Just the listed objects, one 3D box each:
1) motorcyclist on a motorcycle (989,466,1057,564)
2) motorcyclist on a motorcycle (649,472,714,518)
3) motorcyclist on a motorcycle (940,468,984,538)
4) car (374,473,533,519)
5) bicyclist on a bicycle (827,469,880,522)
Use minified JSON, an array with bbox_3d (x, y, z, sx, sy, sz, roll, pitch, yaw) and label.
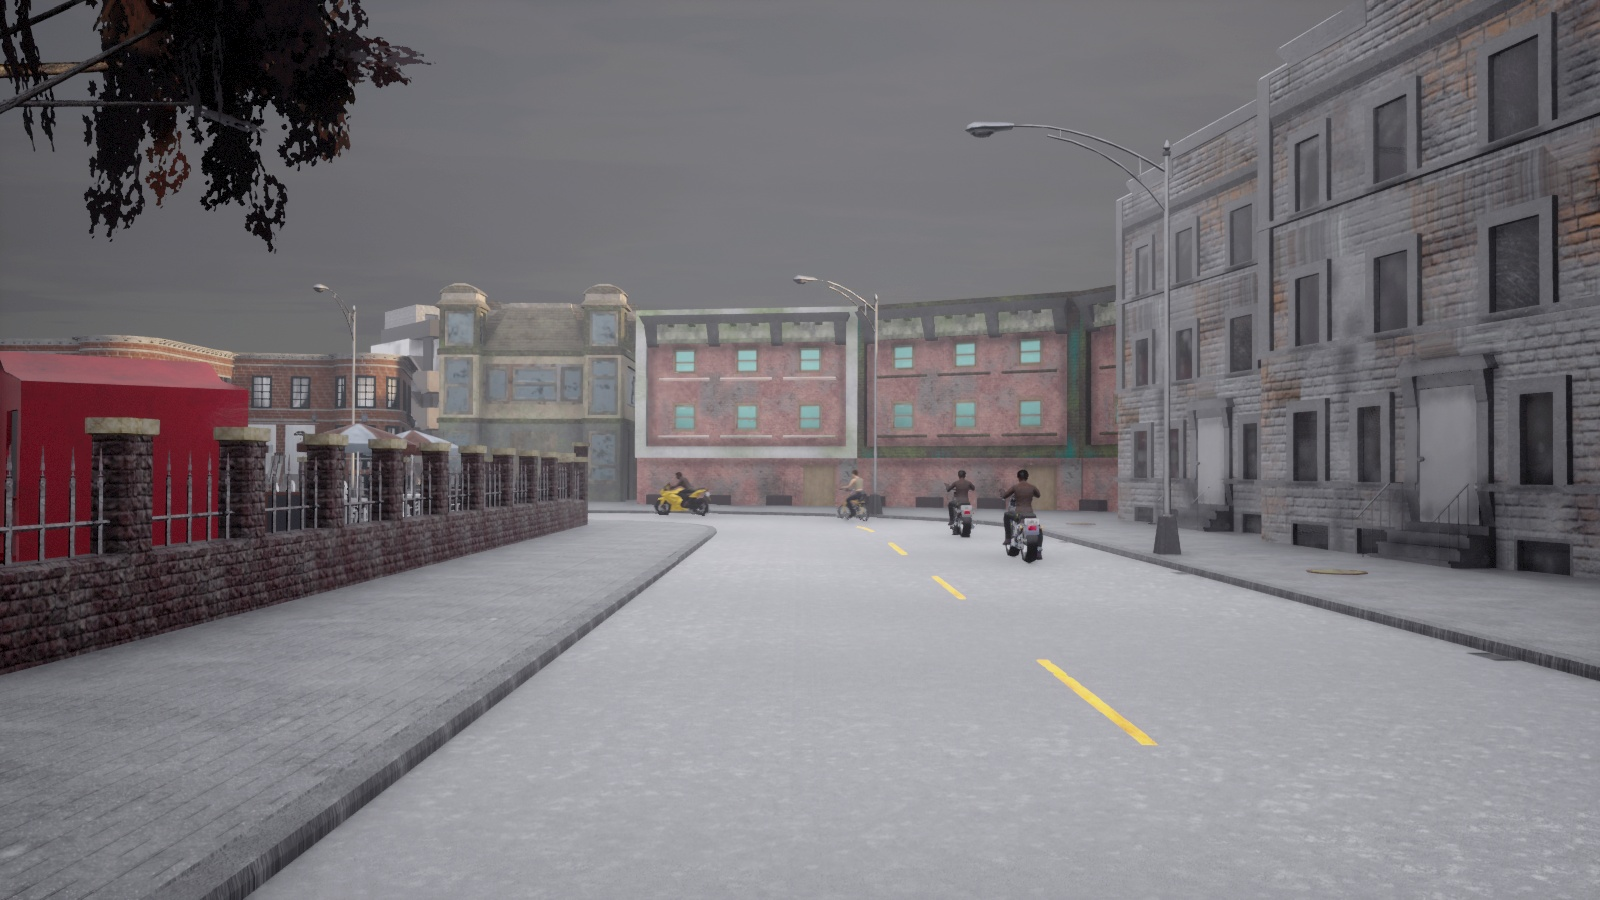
[{"bbox_3d":[3.945,1.124,22.401,0.766,1.649,2.350,0,-1,0],"label":"motorcyclist on a motorcycle"},{"bbox_3d":[-4.042,1.532,42.848,2.044,1.523,0.797,-1,-1,18],"label":"motorcyclist on a motorcycle"},{"bbox_3d":[3.925,1.262,30.603,0.766,1.649,2.350,0,-1,0],"label":"motorcyclist on a motorcycle"},{"bbox_3d":[-11.948,1.569,43.518,5.008,1.535,1.882,0,-1,0],"label":"car"},{"bbox_3d":[1.655,1.401,39.055,0.866,1.612,1.509,-1,0,-36],"label":"bicyclist on a bicycle"}]
